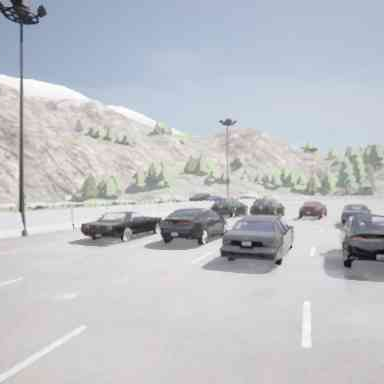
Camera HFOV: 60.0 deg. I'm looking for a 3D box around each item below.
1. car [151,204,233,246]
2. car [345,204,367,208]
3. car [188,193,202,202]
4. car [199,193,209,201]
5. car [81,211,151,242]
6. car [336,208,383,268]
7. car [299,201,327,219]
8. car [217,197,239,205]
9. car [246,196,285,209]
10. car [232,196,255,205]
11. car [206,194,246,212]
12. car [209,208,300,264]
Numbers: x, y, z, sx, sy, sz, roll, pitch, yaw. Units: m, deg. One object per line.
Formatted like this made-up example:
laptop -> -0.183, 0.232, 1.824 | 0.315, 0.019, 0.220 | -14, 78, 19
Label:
car -> 0.243, 1.496, 15.528 | 1.837, 1.490, 4.892 | 0, -1, 23
car -> 11.385, 1.543, 23.099 | 2.033, 1.411, 5.357 | 0, 0, 28
car -> 1.585, 1.203, 66.153 | 2.150, 2.045, 5.566 | 0, 0, 38
car -> 4.127, 1.461, 63.770 | 1.882, 1.535, 5.008 | 0, 0, 38
car -> -3.176, 1.596, 16.441 | 1.895, 1.301, 4.718 | 0, 0, 23
car -> 5.866, 1.489, 10.866 | 2.128, 1.511, 4.902 | 0, 0, 22
car -> 10.448, 1.519, 28.698 | 1.812, 1.442, 4.674 | 0, 0, 29
car -> 6.677, 1.585, 61.359 | 1.895, 1.301, 4.718 | 0, 0, 38
car -> 6.661, 1.344, 29.044 | 2.097, 1.767, 4.553 | 0, 0, 29
car -> 9.228, 1.490, 58.908 | 1.837, 1.490, 4.892 | 0, 0, 38
car -> 3.482, 1.344, 30.523 | 2.097, 1.767, 4.553 | 0, 0, 28
car -> 2.529, 1.545, 11.965 | 2.033, 1.411, 5.357 | 0, 0, 22
